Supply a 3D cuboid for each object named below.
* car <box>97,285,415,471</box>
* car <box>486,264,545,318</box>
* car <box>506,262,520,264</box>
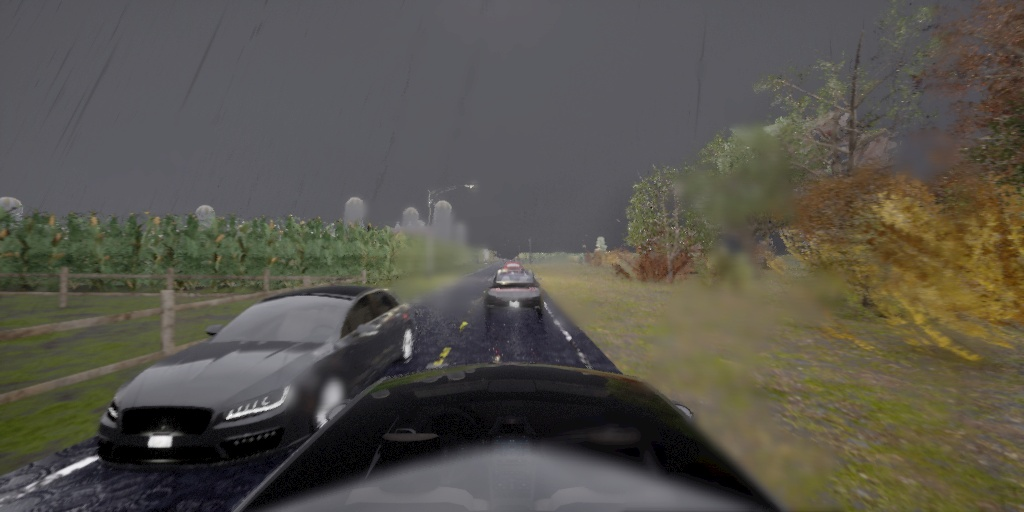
[{"bbox_3d":[-2.850,1.248,5.335,1.837,1.490,4.892,0,0,0],"label":"car"},{"bbox_3d":[0.098,1.221,12.944,2.128,1.511,4.902,0,0,0],"label":"car"},{"bbox_3d":[0.095,1.224,31.610,1.812,1.442,4.674,0,0,0],"label":"car"}]
